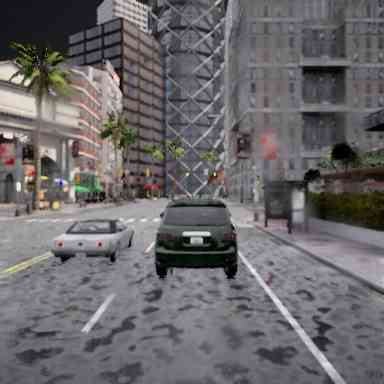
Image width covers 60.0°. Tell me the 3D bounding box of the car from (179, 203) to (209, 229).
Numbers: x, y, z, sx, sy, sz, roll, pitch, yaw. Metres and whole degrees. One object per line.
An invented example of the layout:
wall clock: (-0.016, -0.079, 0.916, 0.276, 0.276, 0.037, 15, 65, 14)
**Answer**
car: (0.194, 1.576, 22.957, 1.837, 1.490, 4.892, 0, 0, 2)

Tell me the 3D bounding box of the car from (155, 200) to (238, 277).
car: (0.119, 1.252, 10.501, 2.150, 2.045, 5.566, 0, 0, 0)

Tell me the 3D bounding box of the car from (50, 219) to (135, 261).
car: (-3.375, 1.639, 12.349, 1.895, 1.301, 4.718, 0, 0, 0)
